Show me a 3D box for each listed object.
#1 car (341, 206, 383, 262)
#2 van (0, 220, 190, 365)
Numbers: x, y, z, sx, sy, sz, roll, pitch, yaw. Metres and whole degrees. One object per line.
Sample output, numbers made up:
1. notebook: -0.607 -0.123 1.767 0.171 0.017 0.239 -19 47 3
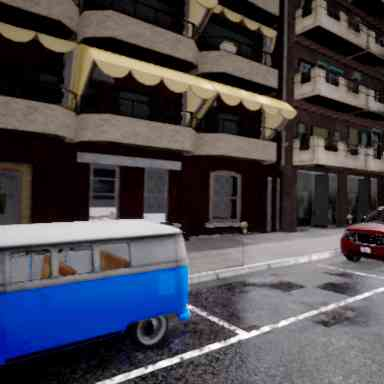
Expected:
1. car: 7.087 1.368 11.093 5.009 1.841 2.192 0 1 -35
2. van: -1.932 1.346 4.690 3.998 1.788 1.690 0 1 -35
